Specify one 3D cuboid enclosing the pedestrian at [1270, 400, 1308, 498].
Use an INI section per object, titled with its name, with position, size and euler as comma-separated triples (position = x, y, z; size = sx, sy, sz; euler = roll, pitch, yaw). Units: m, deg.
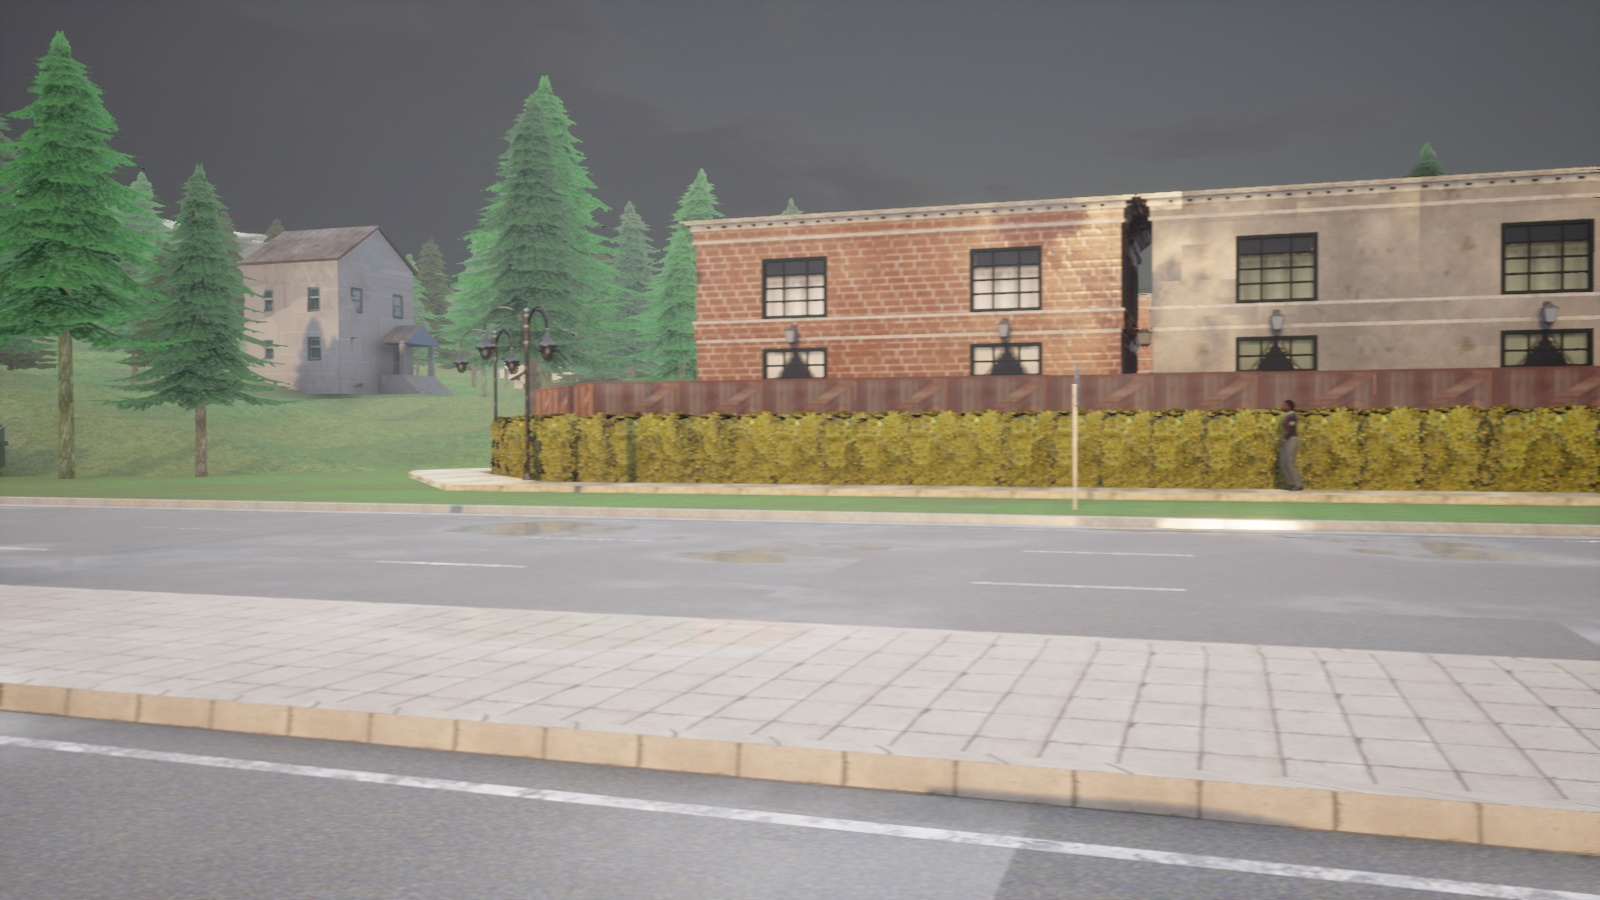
[pedestrian]
position = 9.753, -0.029, 25.066
size = 0.666, 1.930, 0.402
euler = 1, 1, 19
